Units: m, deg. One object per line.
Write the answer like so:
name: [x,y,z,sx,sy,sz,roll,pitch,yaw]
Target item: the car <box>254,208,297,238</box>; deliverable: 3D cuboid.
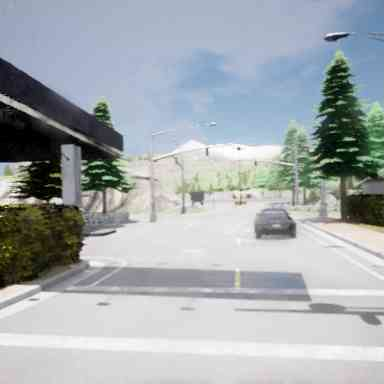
car: [4.306,1.542,17.527,1.994,1.385,4.181,-2,0,10]
